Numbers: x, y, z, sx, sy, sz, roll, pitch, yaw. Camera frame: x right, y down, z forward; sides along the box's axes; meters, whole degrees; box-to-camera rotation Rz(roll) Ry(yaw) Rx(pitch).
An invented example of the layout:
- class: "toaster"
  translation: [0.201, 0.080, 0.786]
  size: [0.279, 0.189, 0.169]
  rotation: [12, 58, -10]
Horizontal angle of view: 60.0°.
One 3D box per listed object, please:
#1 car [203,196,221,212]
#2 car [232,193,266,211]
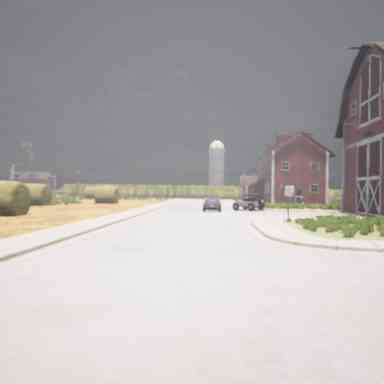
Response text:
- class: "car"
  translation: [2.177, 1.407, 36.140]
  size: [1.994, 1.385, 4.181]
  rotation: [1, -1, 4]
- class: "car"
  translation: [6.385, 1.106, 37.430]
  size: [1.905, 1.878, 3.866]
  rotation: [-7, 3, -39]
